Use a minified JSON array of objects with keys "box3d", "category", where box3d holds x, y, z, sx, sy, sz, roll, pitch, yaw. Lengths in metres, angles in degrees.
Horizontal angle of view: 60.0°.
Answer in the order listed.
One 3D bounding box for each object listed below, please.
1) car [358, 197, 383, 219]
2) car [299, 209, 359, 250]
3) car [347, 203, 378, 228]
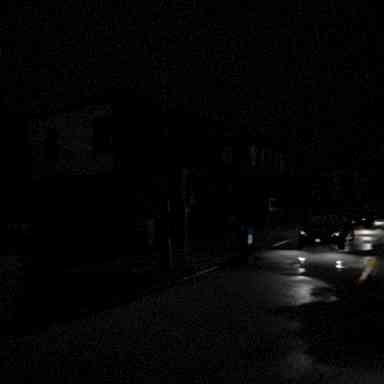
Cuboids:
[{"box3d":[18.092,1.570,33.296,2.150,2.045,5.566,-2,-2,34],"category":"car"},{"box3d":[6.480,1.740,15.761,1.812,1.442,4.674,-2,-1,33],"category":"car"},{"box3d":[12.232,1.786,24.460,1.837,1.490,4.892,-2,-1,33],"category":"car"}]
